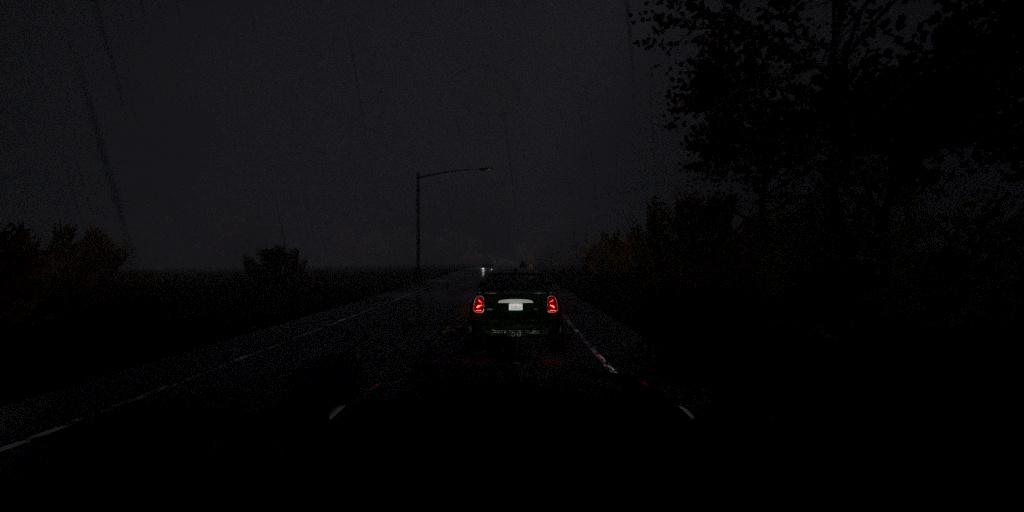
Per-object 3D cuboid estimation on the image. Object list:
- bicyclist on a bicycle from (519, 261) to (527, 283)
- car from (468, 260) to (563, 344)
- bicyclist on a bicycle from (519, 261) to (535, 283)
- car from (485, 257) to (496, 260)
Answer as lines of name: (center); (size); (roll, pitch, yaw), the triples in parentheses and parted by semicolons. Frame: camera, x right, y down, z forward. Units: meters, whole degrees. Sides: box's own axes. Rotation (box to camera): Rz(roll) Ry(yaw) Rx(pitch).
bicyclist on a bicycle: (0.836, 1.191, 27.188); (0.582, 1.620, 1.656); (0, 0, 0)
car: (0.071, 1.098, 9.727); (2.097, 1.767, 4.553); (0, 0, 0)
bicyclist on a bicycle: (0.901, 1.179, 17.071); (0.866, 1.612, 1.509); (0, 0, 0)
car: (-4.076, 1.256, 60.936); (1.812, 1.442, 4.674); (0, 0, -1)
